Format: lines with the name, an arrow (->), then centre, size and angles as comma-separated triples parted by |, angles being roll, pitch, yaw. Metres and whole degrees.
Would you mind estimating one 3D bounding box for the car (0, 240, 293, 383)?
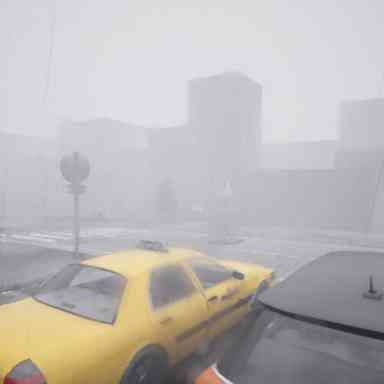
car -> -0.412, 1.472, 4.911 | 1.946, 1.575, 5.366 | 0, 0, 36
